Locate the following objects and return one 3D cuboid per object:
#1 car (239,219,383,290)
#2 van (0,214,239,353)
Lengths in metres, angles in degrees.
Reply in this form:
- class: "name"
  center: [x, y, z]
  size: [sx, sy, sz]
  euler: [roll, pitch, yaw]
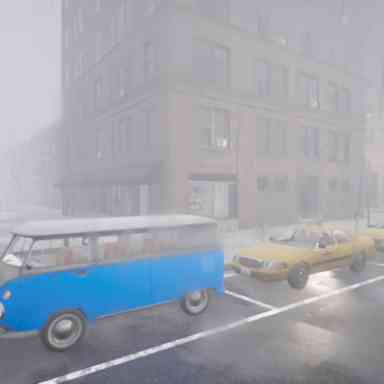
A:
- class: "car"
  center: [3.194, 1.506, 9.068]
  size: [4.829, 1.417, 1.752]
  euler: [0, 0, -36]
- class: "van"
  center: [-1.274, 1.336, 5.862]
  size: [3.998, 1.788, 1.690]
  euler: [0, 0, -36]
